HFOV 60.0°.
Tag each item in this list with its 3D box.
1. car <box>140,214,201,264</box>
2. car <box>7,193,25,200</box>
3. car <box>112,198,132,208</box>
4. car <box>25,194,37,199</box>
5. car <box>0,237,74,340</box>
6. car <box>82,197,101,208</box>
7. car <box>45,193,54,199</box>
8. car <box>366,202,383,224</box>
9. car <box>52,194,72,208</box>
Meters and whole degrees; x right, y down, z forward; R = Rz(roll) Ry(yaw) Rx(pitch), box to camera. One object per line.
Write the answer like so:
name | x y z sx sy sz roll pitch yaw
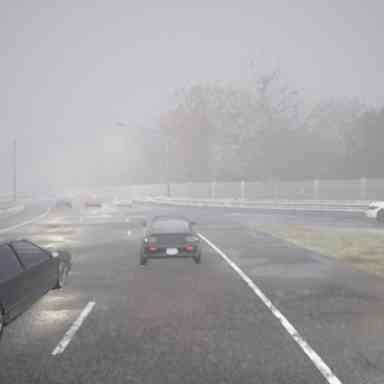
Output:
car | -0.777 1.468 11.506 1.812 1.442 4.674 0 0 -5
car | -41.933 1.072 77.974 4.902 1.511 2.128 0 0 40
car | -9.232 1.405 43.604 1.895 1.301 4.718 0 0 -23
car | -39.565 1.066 80.551 5.357 1.411 2.033 0 0 40
car | -3.731 1.528 5.880 2.033 1.411 5.357 0 0 -4
car | -13.459 1.377 44.533 1.994 1.385 4.181 0 0 -24
car | -35.285 0.999 83.031 1.837 1.490 4.892 0 0 -35
car | 14.599 1.059 21.944 5.566 2.045 2.150 0 0 24
car | -16.887 1.320 43.650 2.128 1.511 4.902 0 0 -24
